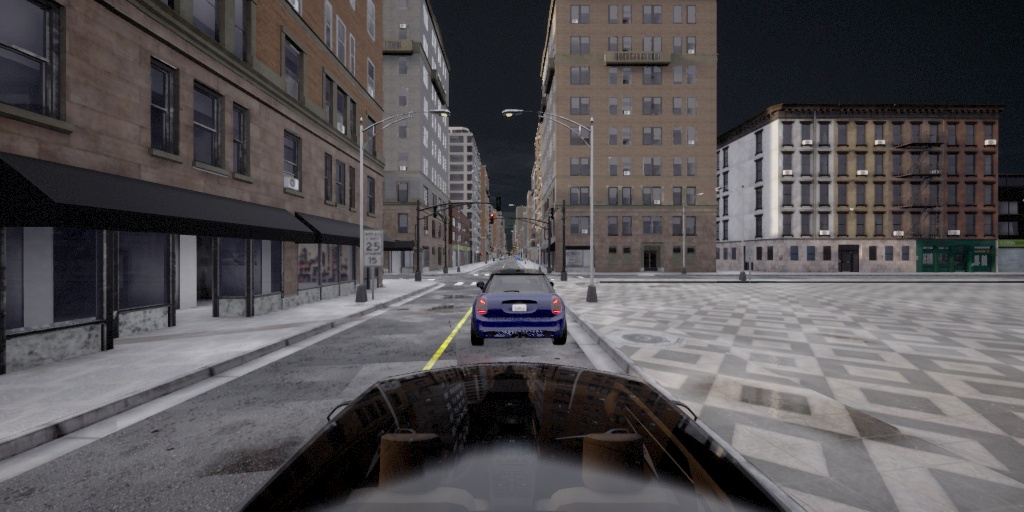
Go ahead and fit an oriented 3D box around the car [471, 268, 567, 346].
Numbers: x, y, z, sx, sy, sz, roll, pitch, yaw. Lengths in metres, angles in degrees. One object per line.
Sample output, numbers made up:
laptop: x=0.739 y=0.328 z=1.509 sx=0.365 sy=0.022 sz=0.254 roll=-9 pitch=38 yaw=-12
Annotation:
car: x=0.101 y=1.102 z=9.622 sx=2.097 sy=1.767 sz=4.553 roll=0 pitch=0 yaw=-1
